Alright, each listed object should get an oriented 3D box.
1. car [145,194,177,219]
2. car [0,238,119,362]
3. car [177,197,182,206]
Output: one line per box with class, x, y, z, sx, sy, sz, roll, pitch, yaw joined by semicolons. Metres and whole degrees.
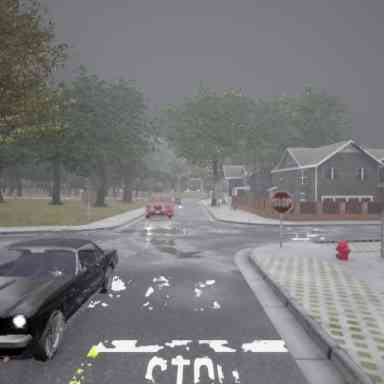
car;-2.741;1.250;29.263;2.150;2.045;5.566;0;0;0
car;-2.747;1.599;6.046;1.895;1.301;4.718;0;0;0
car;-2.732;1.548;55.460;1.812;1.442;4.674;0;0;0
